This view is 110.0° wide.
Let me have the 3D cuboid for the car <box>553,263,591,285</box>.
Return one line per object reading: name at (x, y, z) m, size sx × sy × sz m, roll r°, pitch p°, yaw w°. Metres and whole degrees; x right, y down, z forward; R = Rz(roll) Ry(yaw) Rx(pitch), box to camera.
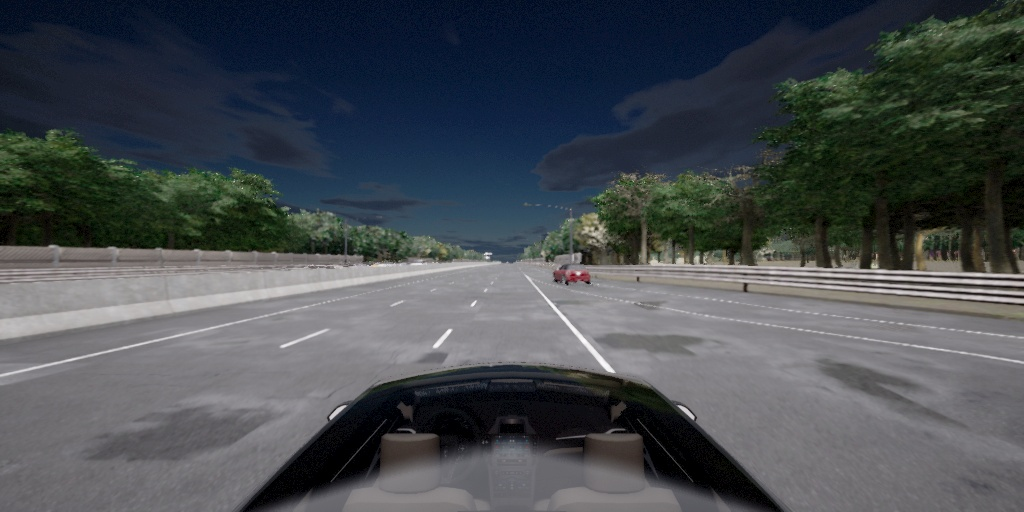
car at (4.828, 1.423, 29.743) m, size 2.097 × 1.767 × 4.553 m, roll 0°, pitch -1°, yaw -8°
